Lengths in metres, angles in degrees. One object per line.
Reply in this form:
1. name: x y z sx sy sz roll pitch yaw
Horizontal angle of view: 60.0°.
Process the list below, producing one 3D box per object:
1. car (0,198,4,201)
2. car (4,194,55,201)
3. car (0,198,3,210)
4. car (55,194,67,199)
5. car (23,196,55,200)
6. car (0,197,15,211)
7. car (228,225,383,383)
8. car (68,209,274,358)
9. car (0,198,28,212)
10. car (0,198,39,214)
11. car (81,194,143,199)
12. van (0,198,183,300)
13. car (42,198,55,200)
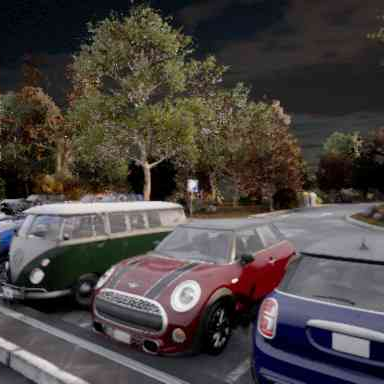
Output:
1. car: -17.309 1.482 34.916 2.163 1.488 4.792 0 0 35
2. car: -15.074 1.197 33.257 2.435 2.045 5.566 0 0 35
3. car: -26.405 1.514 41.350 2.002 1.452 4.674 0 0 35
4. car: -8.266 1.197 28.413 2.435 2.045 5.566 0 0 35
5. car: -12.790 1.447 31.660 2.097 1.535 5.008 0 0 35
6. car: -24.242 1.466 39.586 1.946 1.575 5.366 0 0 35
7. car: 2.607 1.349 4.624 2.185 1.767 4.553 0 0 35
8. car: 0.359 1.346 6.299 2.185 1.767 4.553 0 0 35
9. car: -21.868 1.463 38.117 2.097 1.535 5.008 0 0 35
10. car: -19.612 1.487 36.483 2.163 1.488 4.792 0 0 35
11. car: -6.097 1.200 26.870 2.435 2.045 5.566 0 0 35
12. van: -2.011 1.242 7.804 1.878 1.987 4.442 0 0 35
13. car: -10.620 1.486 30.120 2.002 1.452 4.674 0 0 35
